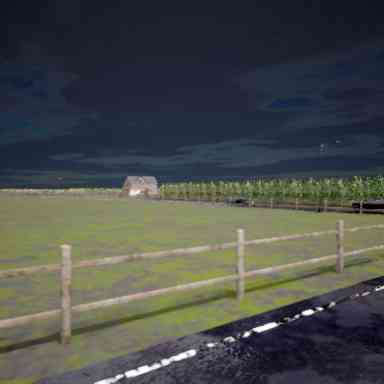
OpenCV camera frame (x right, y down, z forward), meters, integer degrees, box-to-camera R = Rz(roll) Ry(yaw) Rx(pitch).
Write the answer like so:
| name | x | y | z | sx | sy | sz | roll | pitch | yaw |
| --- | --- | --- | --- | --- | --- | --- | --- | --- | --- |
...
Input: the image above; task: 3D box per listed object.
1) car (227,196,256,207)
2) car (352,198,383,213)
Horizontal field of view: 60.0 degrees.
| name | x | y | z | sx | sy | sz | roll | pitch | yaw |
| --- | --- | --- | --- | --- | --- | --- | --- | --- | --- |
| car | 7.211 | 1.318 | 48.982 | 2.128 | 1.511 | 4.902 | -1 | 1 | -36 |
| car | 18.717 | 1.391 | 33.426 | 2.128 | 1.511 | 4.902 | -1 | 1 | -36 |
